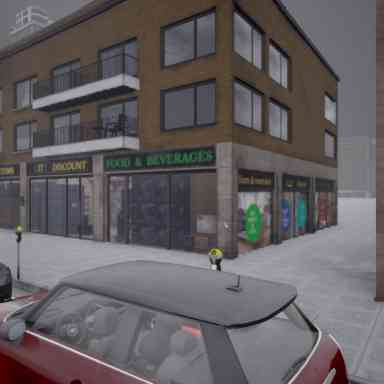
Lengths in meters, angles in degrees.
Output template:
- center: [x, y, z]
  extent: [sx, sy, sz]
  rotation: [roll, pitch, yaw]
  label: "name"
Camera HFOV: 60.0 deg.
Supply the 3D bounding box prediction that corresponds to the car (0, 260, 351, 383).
- center: [-0.706, 1.440, 3.308]
  extent: [4.097, 1.590, 1.967]
  rotation: [0, 0, 35]
  label: "car"
